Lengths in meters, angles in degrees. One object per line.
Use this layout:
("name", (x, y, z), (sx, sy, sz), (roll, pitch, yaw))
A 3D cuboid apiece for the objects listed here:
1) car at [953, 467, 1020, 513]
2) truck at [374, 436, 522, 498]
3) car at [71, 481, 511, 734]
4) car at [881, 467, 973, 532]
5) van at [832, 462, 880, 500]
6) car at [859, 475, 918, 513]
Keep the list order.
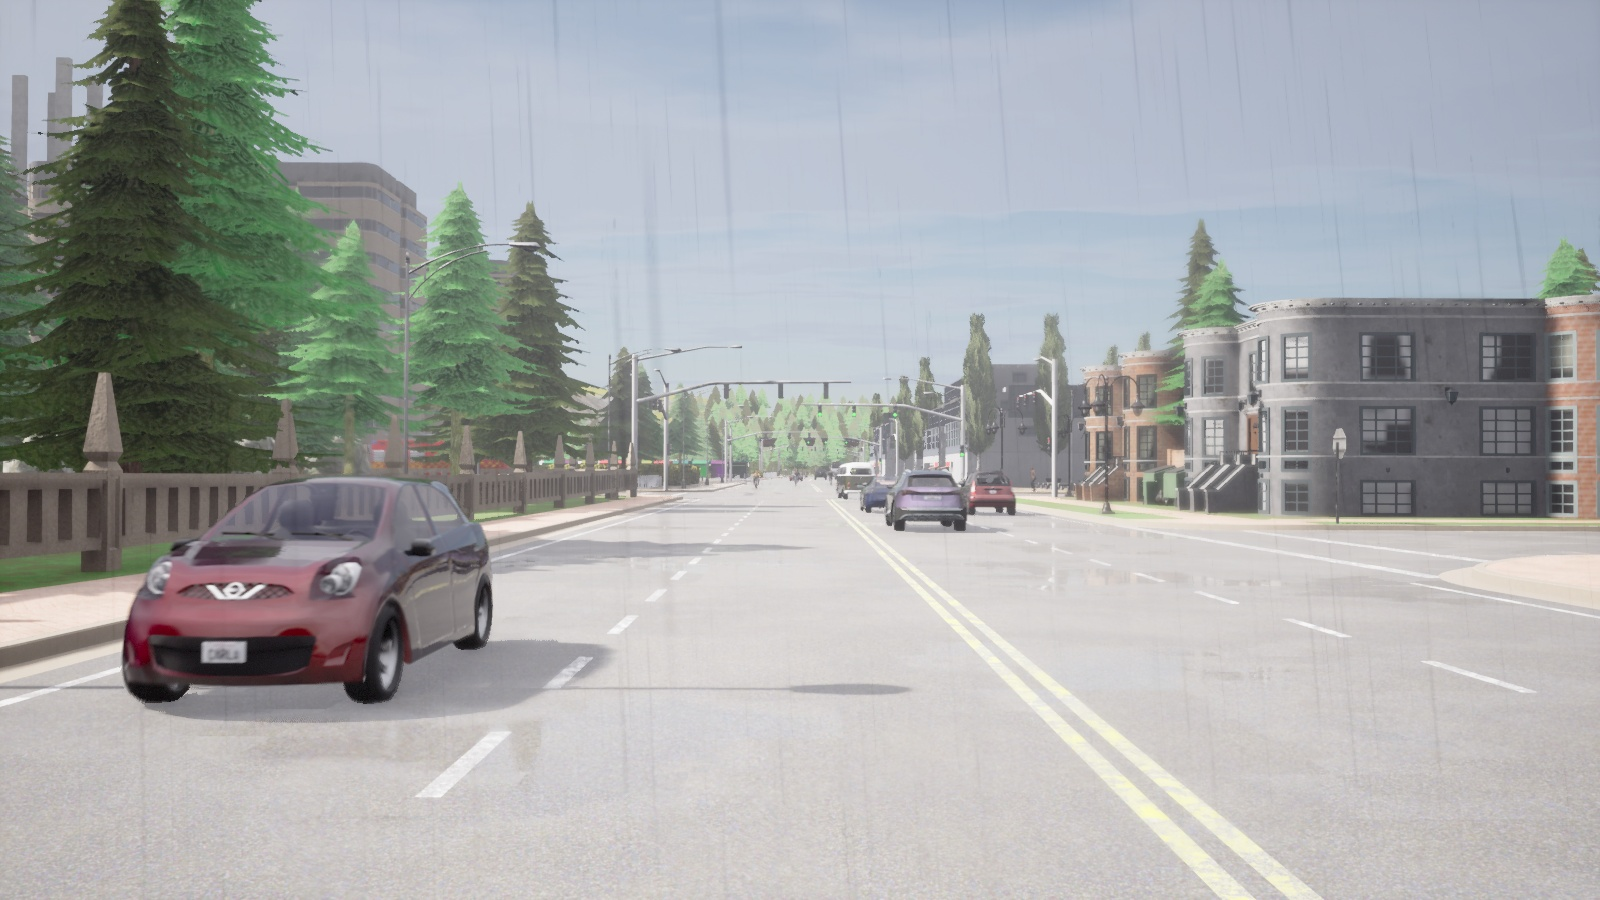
("car", (6.895, 1.469, 46.781), (1.851, 1.617, 3.988), (0, -1, 0))
("truck", (-22.071, 1.062, 79.050), (8.468, 3.827, 2.891), (0, -1, 0))
("car", (-3.521, 1.001, 9.470), (1.845, 1.501, 3.633), (0, -1, 0))
("car", (3.422, 1.312, 34.656), (2.033, 1.649, 4.856), (0, -1, 0))
("van", (3.110, 1.704, 70.333), (2.069, 2.038, 4.480), (0, -1, -5))
("car", (3.391, 1.682, 48.782), (1.994, 1.385, 4.181), (0, -1, 0))
